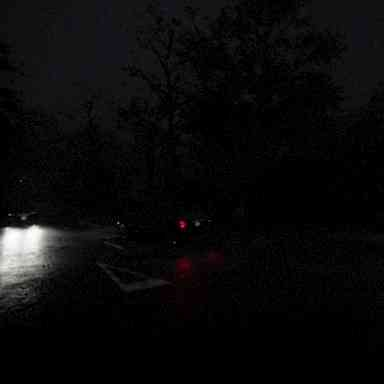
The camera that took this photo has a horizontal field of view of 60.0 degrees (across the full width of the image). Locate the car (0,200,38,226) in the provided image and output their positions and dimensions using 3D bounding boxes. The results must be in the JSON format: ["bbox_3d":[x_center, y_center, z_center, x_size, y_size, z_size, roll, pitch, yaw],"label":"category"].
[{"bbox_3d":[-11.786,1.291,22.419,2.128,1.511,4.902,-4,3,-36],"label":"car"}]

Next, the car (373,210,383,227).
[{"bbox_3d":[13.222,1.360,19.251,2.097,1.535,5.008,0,0,-36],"label":"car"}]

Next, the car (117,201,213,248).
[{"bbox_3d":[-1.318,1.225,14.603,4.553,1.767,2.097,2,4,43],"label":"car"}]
